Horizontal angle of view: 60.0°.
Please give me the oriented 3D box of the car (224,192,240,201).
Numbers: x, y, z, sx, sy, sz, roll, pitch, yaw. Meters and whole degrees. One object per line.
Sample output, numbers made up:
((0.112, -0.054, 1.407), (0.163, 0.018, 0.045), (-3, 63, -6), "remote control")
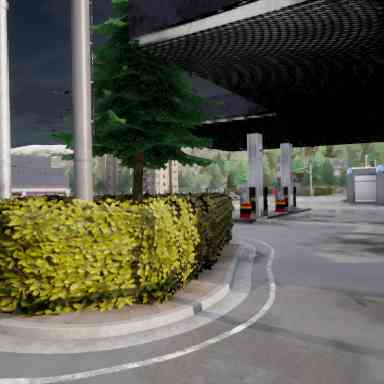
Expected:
((7.470, 0.862, 63.895), (5.027, 1.636, 2.152), (-1, 0, 35), "car")

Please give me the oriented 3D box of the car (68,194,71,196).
((-24.206, 1.142, 63.869), (3.866, 1.878, 1.905), (-1, 0, 35), "car")

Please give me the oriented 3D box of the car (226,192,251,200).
((9.244, 0.824, 66.483), (4.514, 1.523, 2.007), (-1, 0, 35), "car")

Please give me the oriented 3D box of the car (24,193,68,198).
((-14.745, 1.193, 33.578), (3.866, 1.878, 1.905), (-1, 0, 35), "car")
